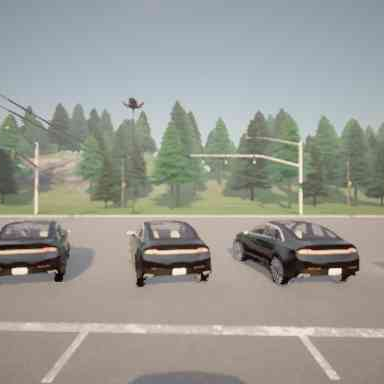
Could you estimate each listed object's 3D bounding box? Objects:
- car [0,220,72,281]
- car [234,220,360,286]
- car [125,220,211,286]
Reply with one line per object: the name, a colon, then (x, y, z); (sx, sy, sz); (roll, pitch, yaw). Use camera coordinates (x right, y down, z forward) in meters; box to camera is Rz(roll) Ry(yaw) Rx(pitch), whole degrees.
car: (-4.637, 1.565, 9.715); (2.128, 1.511, 4.902); (1, 0, -19)
car: (2.708, 1.568, 9.770); (2.128, 1.511, 4.902); (0, 0, -11)
car: (-0.850, 1.567, 9.754); (2.128, 1.511, 4.902); (0, 0, -14)
